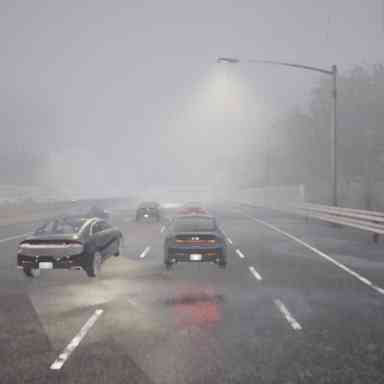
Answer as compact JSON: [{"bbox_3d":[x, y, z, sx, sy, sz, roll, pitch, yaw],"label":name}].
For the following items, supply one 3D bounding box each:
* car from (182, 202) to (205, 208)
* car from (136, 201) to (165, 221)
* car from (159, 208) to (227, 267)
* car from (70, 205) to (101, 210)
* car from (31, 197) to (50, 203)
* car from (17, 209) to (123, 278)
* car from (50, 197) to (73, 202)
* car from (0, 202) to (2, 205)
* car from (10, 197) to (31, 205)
[{"bbox_3d":[0.103,1.543,28.217,1.812,1.442,4.674,0,0,0],"label":"car"},{"bbox_3d":[-3.396,1.522,27.148,1.837,1.490,4.892,0,0,0],"label":"car"},{"bbox_3d":[0.101,1.509,11.392,1.837,1.490,4.892,0,0,0],"label":"car"},{"bbox_3d":[-6.899,1.559,21.857,2.033,1.411,5.357,0,0,0],"label":"car"},{"bbox_3d":[-21.056,1.553,48.660,1.837,1.490,4.892,0,0,0],"label":"car"},{"bbox_3d":[-3.399,1.495,10.163,2.128,1.511,4.902,0,0,0],"label":"car"},{"bbox_3d":[-17.572,1.645,46.470,1.895,1.301,4.718,0,0,0],"label":"car"},{"bbox_3d":[-28.066,1.644,45.202,1.895,1.301,4.718,0,0,0],"label":"car"},{"bbox_3d":[-24.554,1.552,48.477,1.837,1.490,4.892,0,0,0],"label":"car"}]
